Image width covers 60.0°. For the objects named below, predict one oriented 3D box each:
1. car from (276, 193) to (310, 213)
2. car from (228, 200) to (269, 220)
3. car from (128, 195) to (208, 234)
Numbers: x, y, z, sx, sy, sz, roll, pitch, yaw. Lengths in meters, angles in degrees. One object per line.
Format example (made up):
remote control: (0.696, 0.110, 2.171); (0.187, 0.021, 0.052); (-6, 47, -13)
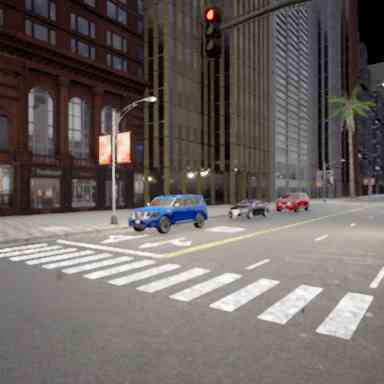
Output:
car: (11.098, 1.120, 36.401); (2.150, 2.045, 5.566); (0, 0, 37)
car: (4.829, 1.437, 27.929); (2.128, 1.511, 4.902); (0, 0, 36)
car: (-1.222, 1.218, 19.730); (2.150, 2.045, 5.566); (0, 0, 36)
